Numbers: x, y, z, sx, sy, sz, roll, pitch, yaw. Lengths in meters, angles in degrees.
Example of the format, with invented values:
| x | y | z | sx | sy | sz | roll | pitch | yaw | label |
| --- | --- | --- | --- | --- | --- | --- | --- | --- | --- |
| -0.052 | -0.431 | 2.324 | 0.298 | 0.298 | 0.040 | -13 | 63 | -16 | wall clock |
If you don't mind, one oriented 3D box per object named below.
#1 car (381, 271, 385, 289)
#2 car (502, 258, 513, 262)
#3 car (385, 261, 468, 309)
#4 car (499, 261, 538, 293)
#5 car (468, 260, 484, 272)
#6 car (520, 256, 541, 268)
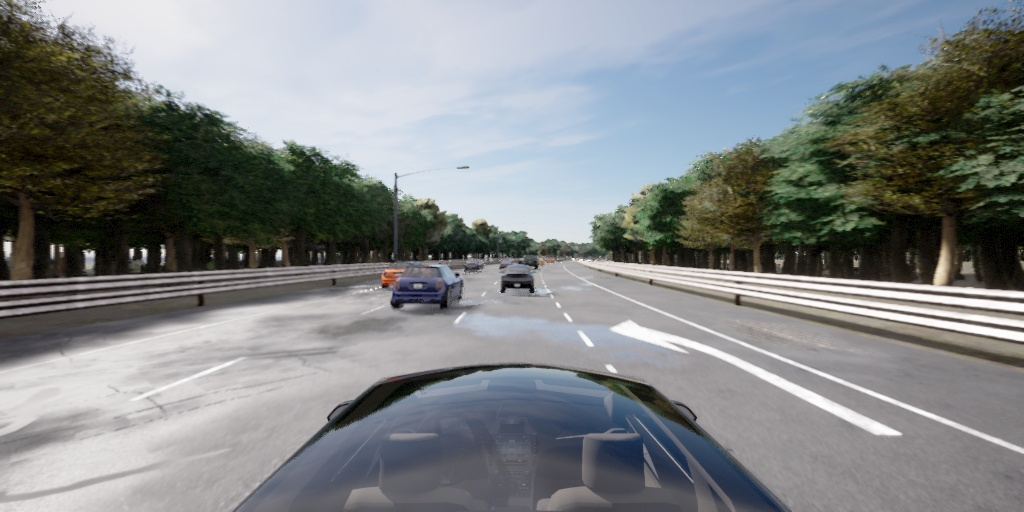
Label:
| x | y | z | sx | sy | sz | roll | pitch | yaw | label |
| --- | --- | --- | --- | --- | --- | --- | --- | --- | --- |
| -6.571 | 1.109 | 23.000 | 2.097 | 1.767 | 4.553 | 0 | 0 | 2 | car |
| -0.733 | 1.328 | 53.964 | 2.033 | 1.411 | 5.357 | 0 | 0 | 6 | car |
| -3.334 | 1.106 | 15.033 | 2.097 | 1.767 | 4.553 | 0 | 0 | 2 | car |
| 0.374 | 1.268 | 21.102 | 1.837 | 1.490 | 4.892 | 0 | 0 | 2 | car |
| -4.931 | 1.265 | 47.000 | 2.128 | 1.511 | 4.902 | 0 | 0 | 5 | car |
| 3.010 | 1.005 | 56.033 | 2.150 | 2.045 | 5.566 | 0 | 0 | 7 | car |
